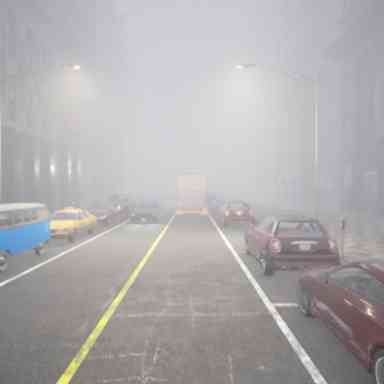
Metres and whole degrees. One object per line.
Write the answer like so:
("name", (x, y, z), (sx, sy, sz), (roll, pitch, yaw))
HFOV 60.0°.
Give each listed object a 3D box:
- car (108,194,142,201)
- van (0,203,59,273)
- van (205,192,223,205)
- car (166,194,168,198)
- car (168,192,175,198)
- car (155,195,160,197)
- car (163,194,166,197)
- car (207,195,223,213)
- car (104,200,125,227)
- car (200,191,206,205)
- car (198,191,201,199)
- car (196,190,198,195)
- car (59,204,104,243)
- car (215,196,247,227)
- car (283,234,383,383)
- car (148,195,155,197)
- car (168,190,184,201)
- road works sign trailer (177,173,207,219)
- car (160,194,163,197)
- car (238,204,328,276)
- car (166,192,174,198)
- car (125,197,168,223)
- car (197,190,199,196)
("car", (-5.775, 1.104, 26.856), (2.192, 1.841, 5.009), (0, 0, 0))
("van", (-5.769, 1.261, 10.050), (1.690, 1.788, 3.998), (0, 0, 0))
("van", (2.746, 1.044, 38.077), (1.690, 1.788, 3.998), (0, 0, 0))
("car", (-5.791, 1.003, 71.673), (1.887, 1.381, 4.507), (0, 0, 0))
("car", (-5.799, 0.845, 94.080), (1.887, 1.381, 4.507), (0, 0, 0))
("car", (-5.780, 1.212, 43.663), (2.008, 1.369, 4.403), (0, 0, 0))
("car", (-5.784, 1.144, 54.867), (1.947, 1.339, 4.313), (0, 0, 0))
("car", (2.748, 1.270, 32.647), (1.752, 1.417, 4.829), (0, 0, 0))
("car", (-5.772, 1.415, 21.255), (1.802, 1.307, 4.206), (0, 0, 0))
("car", (2.742, 0.934, 49.279), (2.192, 1.841, 5.009), (0, 0, 0))
("car", (2.738, 0.853, 60.482), (2.192, 1.841, 5.009), (0, 0, 0))
("car", (2.730, 0.819, 82.889), (1.967, 1.590, 4.097), (0, 0, 0))
("car", (-5.770, 1.403, 15.483), (1.752, 1.417, 4.829), (0, 0, 0))
("car", (2.753, 1.272, 21.272), (1.967, 1.590, 4.097), (0, 0, 0))
("car", (2.759, 1.546, 4.469), (1.802, 1.307, 4.206), (0, 0, 0))
("car", (-5.779, 1.143, 38.060), (1.967, 1.590, 4.097), (0, 0, 0))
("car", (-3.044, 0.858, 64.974), (2.097, 1.767, 4.553), (0, 0, 1))
("road works sign trailer", (-0.010, 0.257, 26.307), (2.380, 3.560, 2.880), (0, 0, 0))
("car", (-5.782, 1.185, 49.265), (1.947, 1.339, 4.313), (0, 0, 0))
("car", (2.757, 1.360, 10.069), (1.967, 1.590, 4.097), (0, 0, 0))
("car", (-5.797, 0.780, 88.478), (1.967, 1.590, 4.097), (0, 0, 0))
("car", (-3.109, 1.359, 23.902), (2.033, 1.411, 5.357), (0, 0, 0))
("car", (2.734, 0.898, 71.686), (1.967, 1.590, 4.097), (0, 0, 0))
